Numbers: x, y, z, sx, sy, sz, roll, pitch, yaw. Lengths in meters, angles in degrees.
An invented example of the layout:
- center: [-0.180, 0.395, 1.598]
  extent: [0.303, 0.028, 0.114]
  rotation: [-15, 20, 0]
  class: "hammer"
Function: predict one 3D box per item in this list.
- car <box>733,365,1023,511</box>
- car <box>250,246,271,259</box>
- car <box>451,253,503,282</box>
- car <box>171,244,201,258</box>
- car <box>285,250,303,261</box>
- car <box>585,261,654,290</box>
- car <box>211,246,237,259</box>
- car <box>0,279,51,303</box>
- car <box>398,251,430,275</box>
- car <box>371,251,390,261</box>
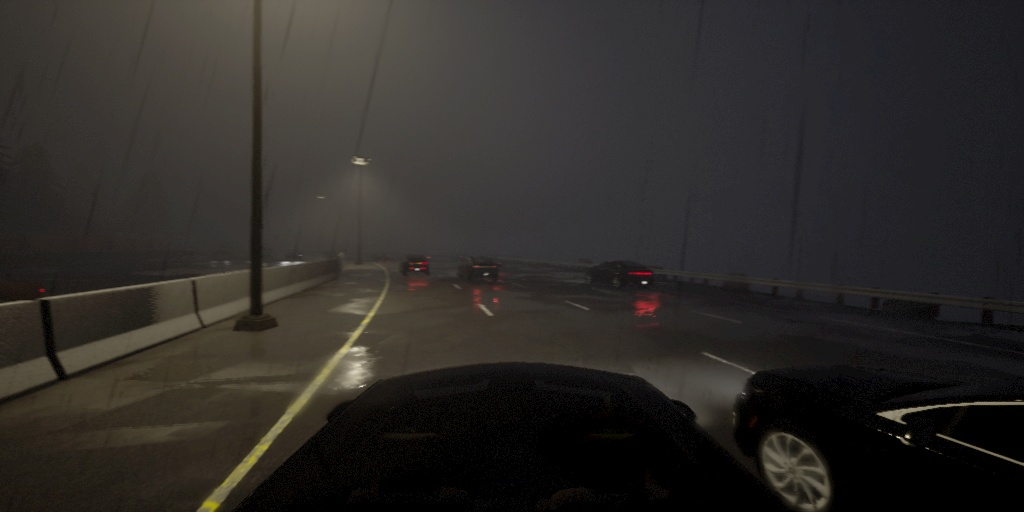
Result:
- center: [3.351, 1.323, 1.493]
  extent: [1.837, 1.490, 4.892]
  rotation: [1, 1, -11]
  class: "car"
- center: [-31.096, -0.495, 44.441]
  extent: [2.033, 1.411, 5.357]
  rotation: [0, 1, -30]
  class: "car"
- center: [-2.265, 0.774, 22.950]
  extent: [2.128, 1.511, 4.902]
  rotation: [1, 1, -19]
  class: "car"
- center: [-37.169, -0.594, 40.961]
  extent: [1.812, 1.442, 4.674]
  rotation: [0, 1, -30]
  class: "car"
- center: [-28.051, -0.058, 46.163]
  extent: [1.895, 1.301, 4.718]
  rotation: [0, 1, -30]
  class: "car"
- center: [5.906, 0.993, 20.276]
  extent: [1.837, 1.490, 4.892]
  rotation: [2, 1, -17]
  class: "car"
- center: [-34.133, -0.517, 42.702]
  extent: [2.033, 1.411, 5.357]
  rotation: [0, 1, -30]
  class: "car"
- center: [-12.397, 0.962, 6.845]
  extent: [2.033, 1.411, 5.357]
  rotation: [1, 1, -14]
  class: "car"
- center: [-7.411, 0.608, 27.024]
  extent: [1.837, 1.490, 4.892]
  rotation: [1, 1, -21]
  class: "car"
- center: [-19.338, -0.032, 52.626]
  extent: [1.895, 1.301, 4.718]
  rotation: [0, 1, -31]
  class: "car"
